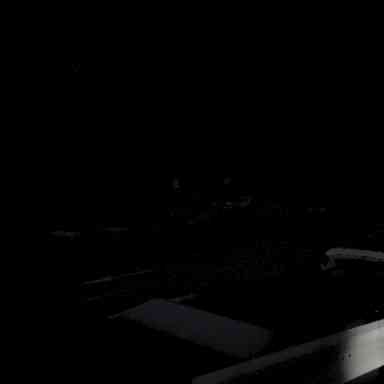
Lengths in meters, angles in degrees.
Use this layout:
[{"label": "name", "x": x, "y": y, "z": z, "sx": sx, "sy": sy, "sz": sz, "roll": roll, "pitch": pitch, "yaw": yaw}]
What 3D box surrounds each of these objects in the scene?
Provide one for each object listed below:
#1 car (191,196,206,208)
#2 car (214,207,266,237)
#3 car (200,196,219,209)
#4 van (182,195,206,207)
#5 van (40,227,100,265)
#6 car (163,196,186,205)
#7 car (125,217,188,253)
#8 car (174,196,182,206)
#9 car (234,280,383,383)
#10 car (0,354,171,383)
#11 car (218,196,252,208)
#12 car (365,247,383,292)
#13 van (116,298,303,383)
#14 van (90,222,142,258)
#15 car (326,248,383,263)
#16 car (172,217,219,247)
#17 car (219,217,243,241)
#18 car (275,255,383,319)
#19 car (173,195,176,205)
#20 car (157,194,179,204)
[{"label": "car", "x": 2.498, "y": 1.921, "z": 58.561, "sx": 2.002, "sy": 1.452, "sz": 4.674, "roll": -1, "pitch": 4, "yaw": 40}, {"label": "car", "x": 3.976, "y": 2.834, "z": 30.424, "sx": 5.566, "sy": 2.045, "sz": 2.435, "roll": -1, "pitch": 3, "yaw": 38}, {"label": "car", "x": 4.142, "y": 1.922, "z": 56.115, "sx": 1.946, "sy": 1.575, "sz": 5.366, "roll": -1, "pitch": 4, "yaw": 40}, {"label": "van", "x": 0.900, "y": 1.605, "z": 61.046, "sx": 1.878, "sy": 1.987, "sz": 4.442, "roll": 0, "pitch": 4, "yaw": 40}, {"label": "van", "x": -8.644, "y": 3.684, "z": 22.700, "sx": 4.442, "sy": 1.987, "sz": 1.878, "roll": -1, "pitch": 3, "yaw": 38}, {"label": "car", "x": -3.570, "y": 1.688, "z": 68.928, "sx": 2.002, "sy": 1.452, "sz": 4.674, "roll": -1, "pitch": 4, "yaw": 40}, {"label": "car", "x": -3.504, "y": 3.326, "z": 25.733, "sx": 5.566, "sy": 2.045, "sz": 2.435, "roll": -1, "pitch": 2, "yaw": 38}, {"label": "car", "x": -0.529, "y": 1.763, "z": 63.743, "sx": 2.097, "sy": 1.535, "sz": 5.008, "roll": 0, "pitch": 4, "yaw": 40}, {"label": "car", "x": 2.679, "y": 3.944, "z": 9.615, "sx": 4.553, "sy": 1.767, "sz": 2.185, "roll": 1, "pitch": 4, "yaw": 38}, {"label": "car", "x": -2.465, "y": 4.406, "z": 6.460, "sx": 4.892, "sy": 1.521, "sz": 2.231, "roll": 1, "pitch": 4, "yaw": 38}, {"label": "car", "x": 7.053, "y": 1.806, "z": 50.755, "sx": 2.435, "sy": 2.045, "sz": 5.566, "roll": 0, "pitch": 4, "yaw": 40}, {"label": "car", "x": 10.382, "y": 3.593, "z": 14.416, "sx": 4.792, "sy": 1.488, "sz": 2.163, "roll": 1, "pitch": 4, "yaw": 38}, {"label": "van", "x": 0.184, "y": 4.013, "z": 7.976, "sx": 4.442, "sy": 1.987, "sz": 1.878, "roll": 1, "pitch": 4, "yaw": 38}, {"label": "van", "x": -6.133, "y": 3.519, "z": 24.257, "sx": 4.442, "sy": 1.987, "sz": 1.878, "roll": -1, "pitch": 3, "yaw": 38}, {"label": "car", "x": 7.809, "y": 3.481, "z": 12.807, "sx": 5.566, "sy": 2.045, "sz": 2.435, "roll": 1, "pitch": 4, "yaw": 38}, {"label": "car", "x": -0.993, "y": 3.162, "z": 27.289, "sx": 5.566, "sy": 2.045, "sz": 2.435, "roll": -1, "pitch": 2, "yaw": 38}, {"label": "car", "x": 1.533, "y": 3.277, "z": 28.866, "sx": 4.792, "sy": 1.488, "sz": 2.163, "roll": -1, "pitch": 2, "yaw": 38}, {"label": "car", "x": 5.191, "y": 3.650, "z": 11.231, "sx": 5.566, "sy": 2.045, "sz": 2.435, "roll": 1, "pitch": 4, "yaw": 38}, {"label": "car", "x": -2.087, "y": 1.582, "z": 66.307, "sx": 2.185, "sy": 1.767, "sz": 4.553, "roll": -1, "pitch": 4, "yaw": 40}, {"label": "car", "x": -5.066, "y": 1.462, "z": 71.534, "sx": 2.185, "sy": 1.767, "sz": 4.553, "roll": 0, "pitch": 4, "yaw": 40}]
